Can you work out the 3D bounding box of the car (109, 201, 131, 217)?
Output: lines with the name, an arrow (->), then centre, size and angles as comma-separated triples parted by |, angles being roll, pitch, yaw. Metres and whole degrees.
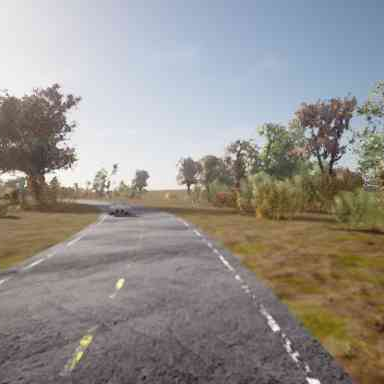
car -> -6.842, 1.558, 31.612 | 1.994, 1.385, 4.181 | 0, 0, -13
